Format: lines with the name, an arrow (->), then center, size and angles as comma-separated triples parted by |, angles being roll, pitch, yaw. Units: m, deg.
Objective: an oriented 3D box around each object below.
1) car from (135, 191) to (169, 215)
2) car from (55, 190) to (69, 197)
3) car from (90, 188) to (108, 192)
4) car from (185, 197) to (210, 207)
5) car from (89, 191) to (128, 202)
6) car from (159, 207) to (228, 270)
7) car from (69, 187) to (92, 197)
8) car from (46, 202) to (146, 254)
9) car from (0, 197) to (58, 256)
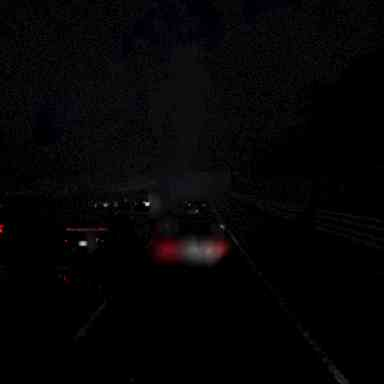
car -> -3.101, 0.924, 26.458 | 2.150, 2.045, 5.566 | 0, 1, 2
car -> -22.880, 0.365, 59.900 | 1.812, 1.442, 4.674 | 0, 2, 4
car -> -15.886, 0.392, 59.651 | 2.033, 1.411, 5.357 | 0, 2, 4
car -> 0.441, 1.174, 27.559 | 2.128, 1.511, 4.902 | 0, 1, 2
car -> -6.559, 1.031, 27.624 | 2.097, 1.767, 4.553 | 0, 1, 2
car -> 0.100, 1.449, 10.598 | 2.033, 1.411, 5.357 | 0, 1, 1
car -> -19.385, 0.065, 59.688 | 2.150, 2.045, 5.566 | 0, 2, 4
car -> -3.349, 1.371, 12.788 | 2.128, 1.511, 4.902 | 0, 1, 1
car -> -6.850, 1.231, 12.718 | 2.097, 1.767, 4.553 | 0, 1, 1
